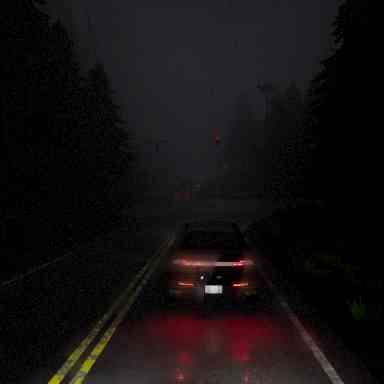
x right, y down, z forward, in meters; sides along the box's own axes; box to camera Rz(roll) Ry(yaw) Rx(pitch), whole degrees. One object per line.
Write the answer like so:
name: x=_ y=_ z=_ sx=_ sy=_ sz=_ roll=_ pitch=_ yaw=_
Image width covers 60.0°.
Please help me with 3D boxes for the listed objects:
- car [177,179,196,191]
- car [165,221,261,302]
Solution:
car: x=-0.693 y=-1.069 z=45.237 sx=1.812 sy=1.442 sz=4.674 roll=1 pitch=9 yaw=14
car: x=0.449 y=1.466 z=8.186 sx=2.128 sy=1.511 sz=4.902 roll=0 pitch=0 yaw=2
